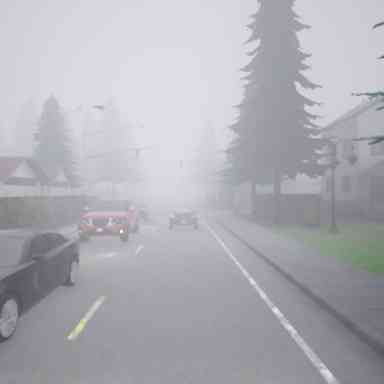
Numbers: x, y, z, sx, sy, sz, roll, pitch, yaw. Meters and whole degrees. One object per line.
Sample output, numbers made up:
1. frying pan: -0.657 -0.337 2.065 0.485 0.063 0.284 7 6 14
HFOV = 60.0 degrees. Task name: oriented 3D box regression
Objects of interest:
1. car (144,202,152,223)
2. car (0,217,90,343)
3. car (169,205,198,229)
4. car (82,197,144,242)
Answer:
1. car: -4.311 1.550 26.808 1.837 1.490 4.892 0 0 -2
2. car: -3.777 1.526 6.702 1.882 1.535 5.008 0 0 -2
3. car: -0.563 1.614 22.165 1.812 1.442 4.674 0 0 -2
4. car: -4.094 1.314 17.287 2.150 2.045 5.566 0 0 -1
